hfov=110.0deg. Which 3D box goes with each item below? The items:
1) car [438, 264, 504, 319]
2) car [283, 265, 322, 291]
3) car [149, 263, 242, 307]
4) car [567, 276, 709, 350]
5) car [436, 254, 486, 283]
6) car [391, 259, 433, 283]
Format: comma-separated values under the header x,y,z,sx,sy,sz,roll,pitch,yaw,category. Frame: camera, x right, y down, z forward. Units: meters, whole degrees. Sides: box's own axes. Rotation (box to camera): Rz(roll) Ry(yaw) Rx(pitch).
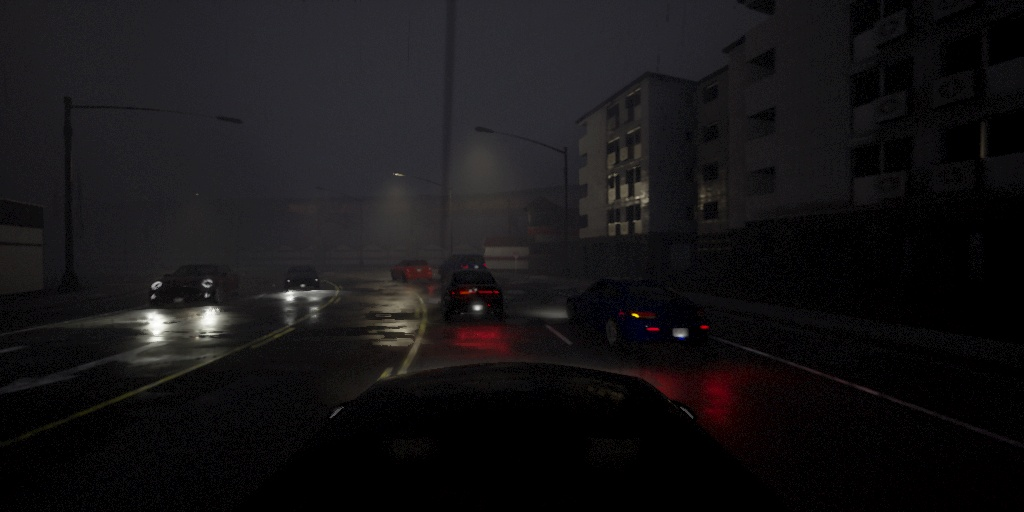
x,y,z,sx,sy,sz,roll,pitch,yaw,category
-1.521,1.210,12.598,1.837,1.490,4.892,0,0,-13,car
-13.115,1.274,22.440,2.033,1.411,5.357,-1,0,-31,car
-13.791,1.116,15.902,2.097,1.767,4.553,-1,0,-24,car
2.786,1.222,8.863,1.812,1.442,4.674,0,0,-8,car
-3.841,0.862,27.654,2.150,2.045,5.566,0,0,-30,car
-7.640,1.020,27.038,2.097,1.767,4.553,-1,0,-31,car
